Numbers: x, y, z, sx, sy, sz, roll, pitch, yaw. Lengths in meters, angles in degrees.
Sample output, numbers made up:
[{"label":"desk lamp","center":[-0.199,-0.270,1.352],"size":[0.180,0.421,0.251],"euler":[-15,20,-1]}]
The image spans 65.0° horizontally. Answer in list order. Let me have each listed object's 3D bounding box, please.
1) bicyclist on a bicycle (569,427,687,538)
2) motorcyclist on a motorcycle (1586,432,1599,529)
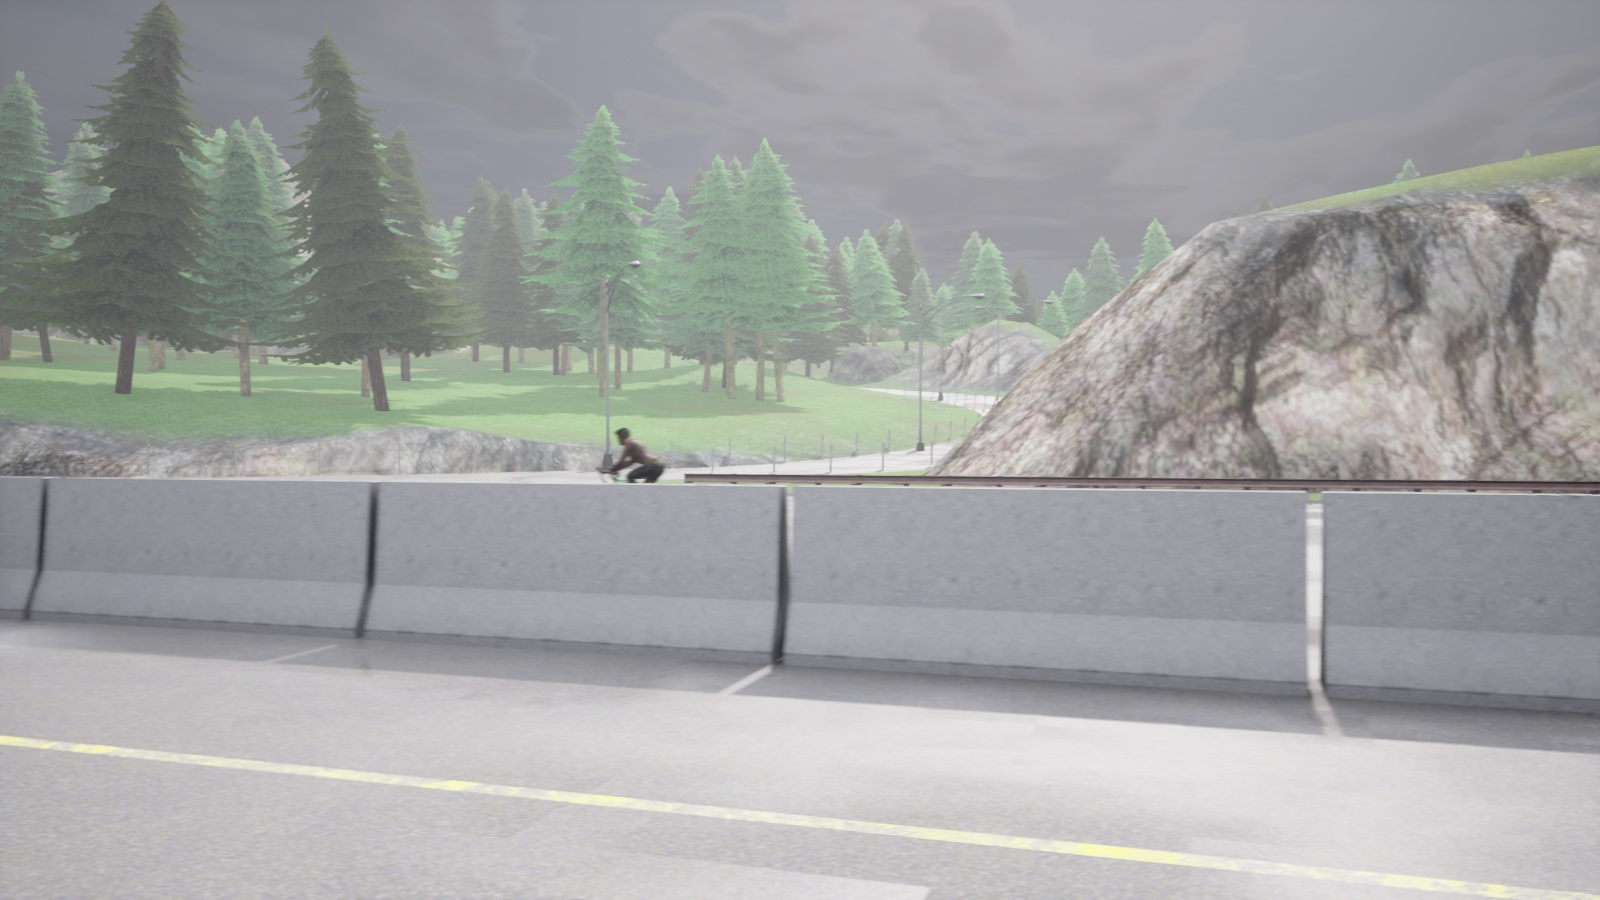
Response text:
[{"label":"bicyclist on a bicycle","center":[-2.574,0.468,18.828],"size":[1.656,1.620,0.582],"euler":[0,1,19]},{"label":"motorcyclist on a motorcycle","center":[14.070,0.503,20.613],"size":[1.817,1.590,0.866],"euler":[0,1,19]}]
